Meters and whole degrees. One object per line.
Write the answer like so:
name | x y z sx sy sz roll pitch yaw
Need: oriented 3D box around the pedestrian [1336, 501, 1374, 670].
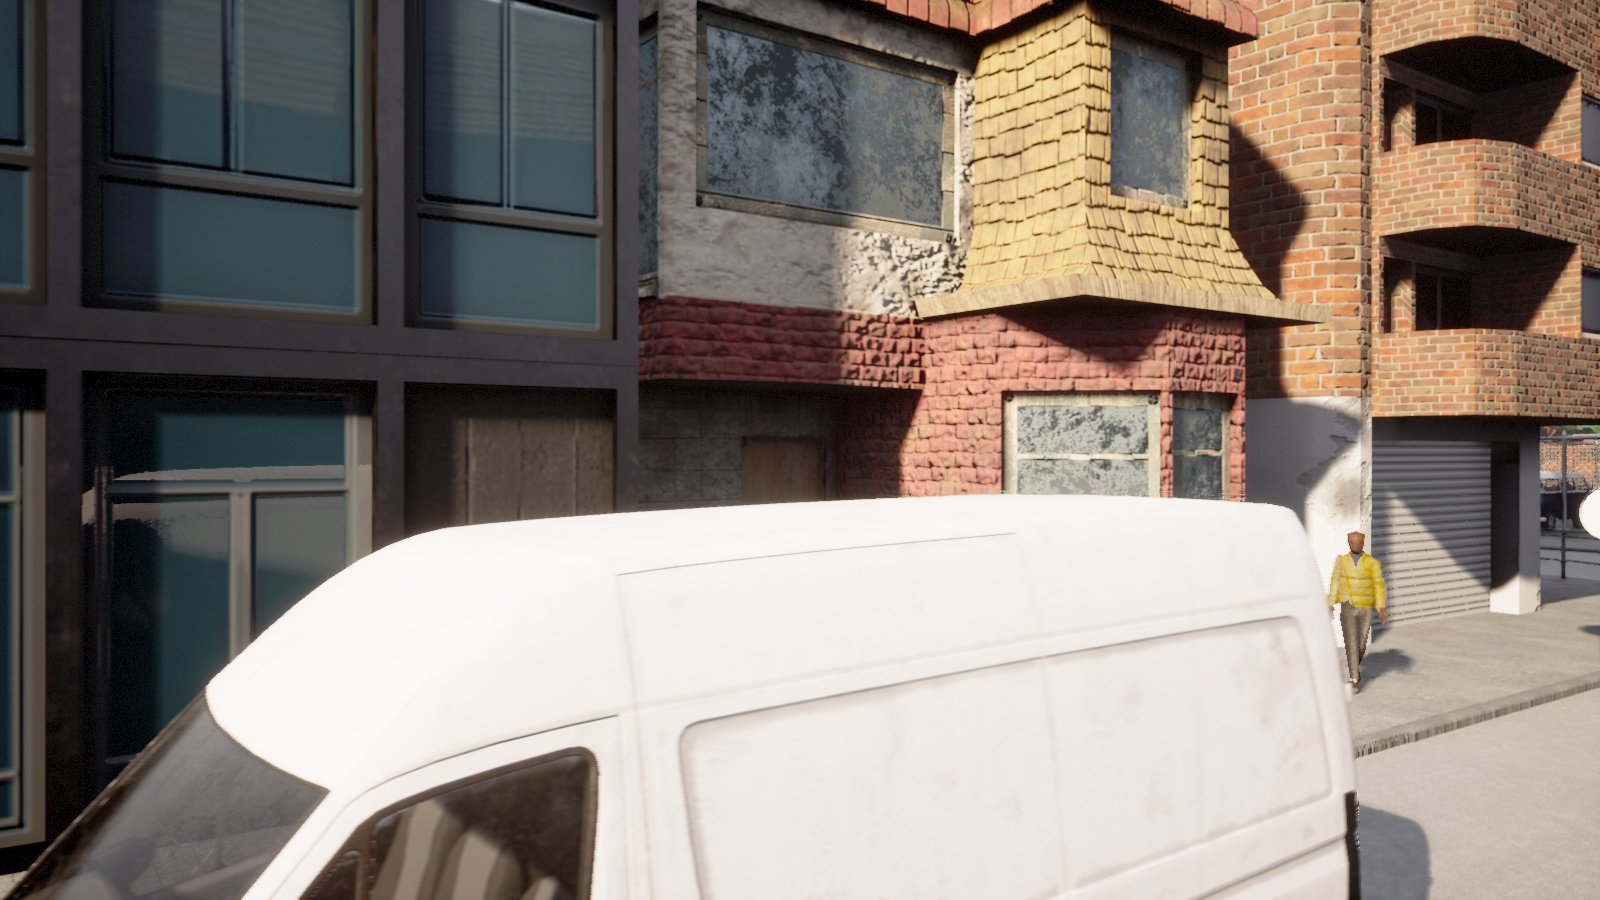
pedestrian | 6.296 1.522 12.966 0.375 1.860 0.375 0 0 26

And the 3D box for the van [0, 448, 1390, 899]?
van | -0.460 1.312 4.030 5.915 2.561 1.988 -1 1 -35
